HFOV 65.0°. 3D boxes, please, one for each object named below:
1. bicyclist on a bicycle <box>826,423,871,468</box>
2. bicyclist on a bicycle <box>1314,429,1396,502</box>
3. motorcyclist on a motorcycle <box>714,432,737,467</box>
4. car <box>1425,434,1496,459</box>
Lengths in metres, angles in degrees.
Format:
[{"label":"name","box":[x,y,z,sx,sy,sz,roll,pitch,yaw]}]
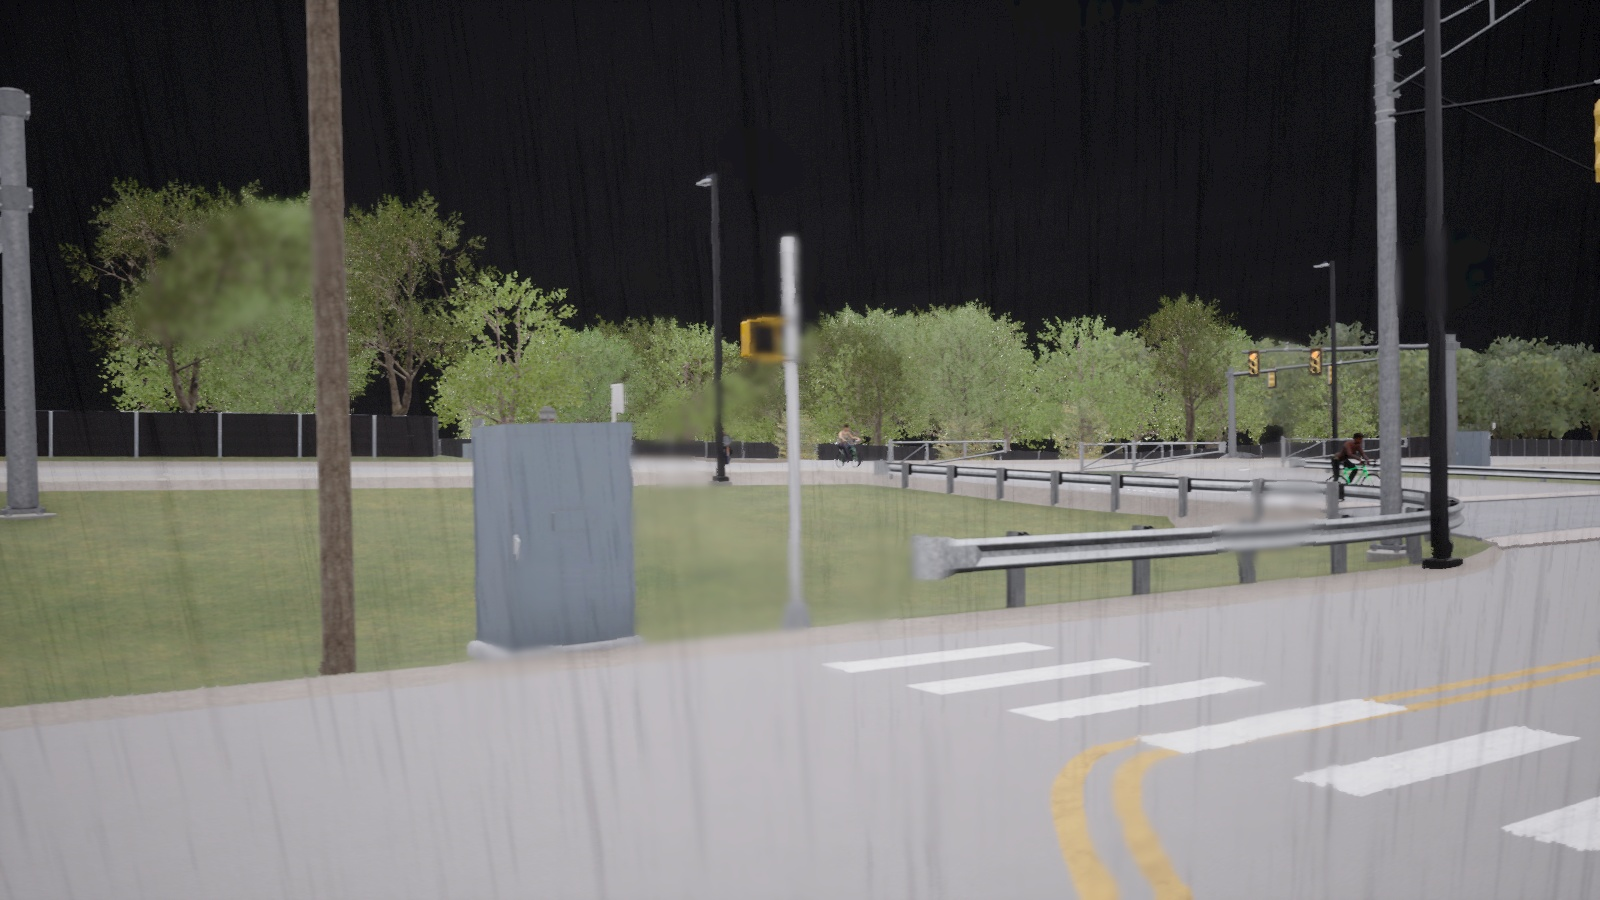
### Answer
[{"label":"bicyclist on a bicycle","box":[1.742,-0.160,45.443,0.866,1.612,1.509,-1,-1,-34]},{"label":"bicyclist on a bicycle","box":[12.769,0.377,28.923,0.582,1.620,1.656,0,-3,-27]},{"label":"motorcyclist on a motorcycle","box":[-3.352,-0.037,56.343,0.866,1.530,2.191,-2,1,-7]},{"label":"car","box":[40.890,-0.198,77.756,4.514,1.525,2.007,0,0,-34]}]
